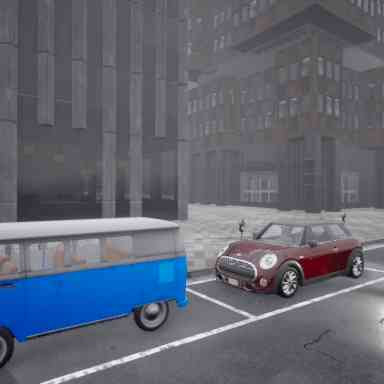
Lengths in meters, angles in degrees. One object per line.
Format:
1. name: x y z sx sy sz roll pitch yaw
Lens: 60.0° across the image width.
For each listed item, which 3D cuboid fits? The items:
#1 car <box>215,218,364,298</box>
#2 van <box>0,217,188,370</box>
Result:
1. car: 2.523 1.441 8.439 4.097 1.590 1.967 0 0 -35
2. van: -1.978 1.341 5.235 3.998 1.788 1.690 0 0 -35
